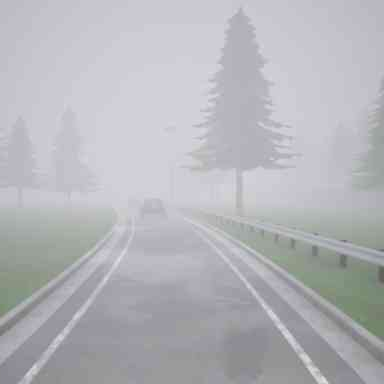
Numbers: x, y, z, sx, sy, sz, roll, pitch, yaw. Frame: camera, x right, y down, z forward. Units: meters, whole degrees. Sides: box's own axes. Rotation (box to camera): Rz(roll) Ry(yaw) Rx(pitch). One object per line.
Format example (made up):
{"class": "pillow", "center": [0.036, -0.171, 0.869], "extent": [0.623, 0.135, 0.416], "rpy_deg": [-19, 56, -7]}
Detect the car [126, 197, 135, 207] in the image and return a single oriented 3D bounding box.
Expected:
{"class": "car", "center": [-8.402, 1.418, 47.821], "extent": [2.033, 1.411, 5.357], "rpy_deg": [0, 0, -15]}

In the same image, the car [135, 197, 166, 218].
{"class": "car", "center": [-3.640, 1.268, 29.657], "extent": [2.097, 1.767, 4.553], "rpy_deg": [0, 0, -13]}
